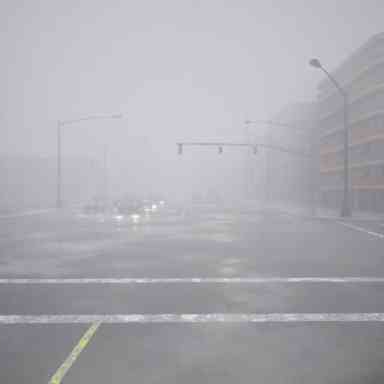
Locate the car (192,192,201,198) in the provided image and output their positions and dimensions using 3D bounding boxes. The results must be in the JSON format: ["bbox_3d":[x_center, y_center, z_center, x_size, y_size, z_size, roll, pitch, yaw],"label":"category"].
[{"bbox_3d":[0.934,0.649,75.778,2.033,1.411,5.357,0,1,0],"label":"car"}]

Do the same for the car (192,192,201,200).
[{"bbox_3d":[0.899,0.959,65.802,1.895,1.301,4.718,0,1,0],"label":"car"}]

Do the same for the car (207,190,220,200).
[{"bbox_3d":[4.500,0.919,65.945,1.994,1.385,4.181,0,1,0],"label":"car"}]

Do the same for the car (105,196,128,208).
[{"bbox_3d":[-9.780,1.314,43.519,1.994,1.385,4.181,0,1,0],"label":"car"}]

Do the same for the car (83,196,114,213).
[{"bbox_3d":[-9.811,1.225,34.876,2.097,1.767,4.553,0,1,0],"label":"car"}]

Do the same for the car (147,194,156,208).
[{"bbox_3d":[-6.281,1.277,43.414,1.812,1.442,4.674,0,1,0],"label":"car"}]

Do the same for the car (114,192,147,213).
[{"bbox_3d":[-6.313,1.226,34.531,2.097,1.767,4.553,0,1,0],"label":"car"}]

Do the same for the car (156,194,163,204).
[{"bbox_3d":[-6.242,1.080,52.695,2.128,1.511,4.902,0,1,0],"label":"car"}]

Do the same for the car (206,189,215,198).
[{"bbox_3d":[4.437,0.425,75.928,2.150,2.045,5.566,0,1,0],"label":"car"}]

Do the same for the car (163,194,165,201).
[{"bbox_3d":[-6.167,1.012,62.824,1.895,1.301,4.718,0,1,1],"label":"car"}]

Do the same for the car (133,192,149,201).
[{"bbox_3d":[-9.661,0.896,63.214,2.128,1.511,4.902,0,1,1],"label":"car"}]
